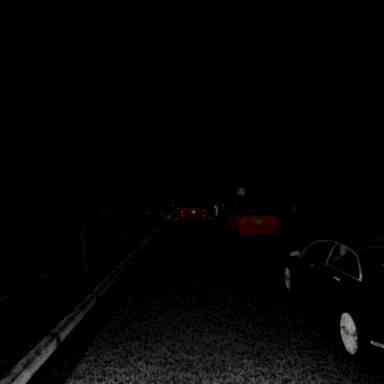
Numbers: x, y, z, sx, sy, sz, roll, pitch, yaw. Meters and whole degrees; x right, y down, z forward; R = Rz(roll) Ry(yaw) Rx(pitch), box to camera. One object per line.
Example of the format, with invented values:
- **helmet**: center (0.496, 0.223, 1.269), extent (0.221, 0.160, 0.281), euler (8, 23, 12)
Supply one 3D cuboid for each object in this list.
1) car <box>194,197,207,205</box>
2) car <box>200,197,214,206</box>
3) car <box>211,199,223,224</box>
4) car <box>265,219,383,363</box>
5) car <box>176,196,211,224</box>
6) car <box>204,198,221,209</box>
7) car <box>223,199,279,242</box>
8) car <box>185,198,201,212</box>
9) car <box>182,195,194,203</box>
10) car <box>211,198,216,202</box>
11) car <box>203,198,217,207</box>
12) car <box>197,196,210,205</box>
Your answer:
- **car**: center (1.815, 1.941, 72.333), extent (2.163, 1.488, 4.792), euler (0, -1, -5)
- **car**: center (2.657, 1.787, 61.114), extent (2.097, 1.535, 5.008), euler (0, -1, -2)
- **car**: center (3.003, 1.599, 28.069), extent (2.002, 1.452, 4.674), euler (0, 0, 0)
- **car**: center (3.000, 1.488, 5.856), extent (2.231, 1.521, 4.892), euler (0, 0, 0)
- **car**: center (0.106, 1.419, 25.264), extent (2.097, 1.767, 4.553), euler (0, 0, 0)
- **car**: center (2.999, 1.671, 50.024), extent (2.231, 1.521, 4.892), euler (0, 0, 0)
- **car**: center (3.001, 1.390, 16.873), extent (2.185, 1.767, 4.553), euler (0, 0, 0)
- **car**: center (0.106, 1.621, 42.930), extent (1.882, 1.535, 5.008), euler (0, 0, 0)
- **car**: center (-1.231, 1.968, 94.306), extent (2.435, 2.045, 5.566), euler (0, -1, -10)
- **car**: center (3.004, 1.457, 33.563), extent (2.185, 1.767, 4.553), euler (0, 0, 0)
- **car**: center (2.888, 1.767, 55.570), extent (2.002, 1.452, 4.674), euler (0, -1, -1)
- **car**: center (2.310, 1.723, 66.628), extent (2.185, 1.767, 4.553), euler (0, -1, -4)
